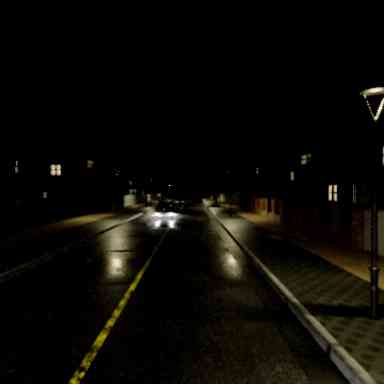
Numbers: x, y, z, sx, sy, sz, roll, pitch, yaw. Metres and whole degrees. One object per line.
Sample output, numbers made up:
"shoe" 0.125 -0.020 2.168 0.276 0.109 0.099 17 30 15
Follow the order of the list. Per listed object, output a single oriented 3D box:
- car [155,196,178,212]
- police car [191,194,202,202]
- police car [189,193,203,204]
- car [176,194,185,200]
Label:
"car" -2.825 1.430 35.839 1.895 1.301 4.718 0 0 0
"police car" 0.865 1.186 66.285 1.930 1.638 5.238 0 0 0
"police car" 0.859 1.200 56.283 1.930 1.638 5.238 0 0 0
"car" -2.703 1.140 76.449 1.994 1.385 4.181 0 0 0
